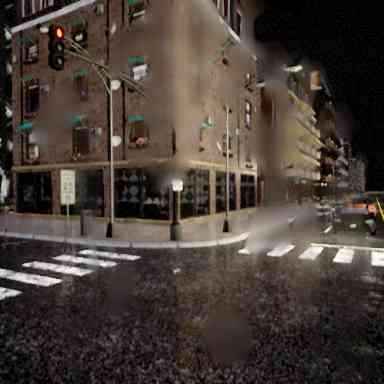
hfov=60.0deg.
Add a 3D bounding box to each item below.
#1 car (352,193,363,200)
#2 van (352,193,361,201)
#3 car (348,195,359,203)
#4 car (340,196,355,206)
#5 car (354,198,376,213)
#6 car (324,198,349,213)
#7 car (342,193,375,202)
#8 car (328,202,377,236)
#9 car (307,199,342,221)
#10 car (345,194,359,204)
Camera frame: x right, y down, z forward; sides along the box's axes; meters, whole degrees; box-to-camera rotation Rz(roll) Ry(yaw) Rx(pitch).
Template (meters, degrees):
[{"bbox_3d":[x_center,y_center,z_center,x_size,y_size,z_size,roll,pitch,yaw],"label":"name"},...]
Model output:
[{"bbox_3d":[40.090,1.062,80.503,2.192,1.841,5.009,-1,0,29],"label":"car"},{"bbox_3d":[37.355,1.098,75.508,1.690,1.788,3.998,-1,0,29],"label":"van"},{"bbox_3d":[31.801,1.304,65.366,1.752,1.417,4.829,-1,0,29],"label":"car"},{"bbox_3d":[23.592,1.341,50.378,1.752,1.417,4.829,-1,0,29],"label":"car"},{"bbox_3d":[18.475,1.421,35.424,1.994,1.385,4.181,0,0,29],"label":"car"},{"bbox_3d":[15.464,1.410,35.538,2.008,1.369,4.403,-1,0,29],"label":"car"},{"bbox_3d":[13.603,1.237,26.691,2.097,1.767,4.553,0,0,29],"label":"car"},{"bbox_3d":[8.878,1.478,18.106,1.994,1.385,4.181,0,0,29],"label":"car"},{"bbox_3d":[9.990,1.443,25.546,2.008,1.369,4.403,0,0,29],"label":"car"},{"bbox_3d":[29.145,1.230,60.519,1.967,1.590,4.097,-1,0,29],"label":"car"}]
